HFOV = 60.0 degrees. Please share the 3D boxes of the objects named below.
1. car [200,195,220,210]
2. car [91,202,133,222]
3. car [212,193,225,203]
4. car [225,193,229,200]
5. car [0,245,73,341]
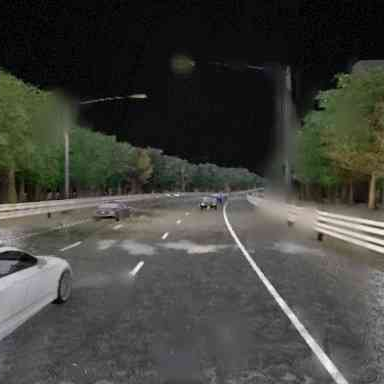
[{"bbox_3d":[2.015,1.337,38.713,1.895,1.301,4.718,0,1,5],"label":"car"},{"bbox_3d":[-6.014,1.450,25.578,2.033,1.411,5.357,0,1,4],"label":"car"},{"bbox_3d":[4.043,1.015,54.857,1.882,1.535,5.008,0,1,8],"label":"car"},{"bbox_3d":[6.913,0.983,73.178,1.994,1.385,4.181,0,0,11],"label":"car"},{"bbox_3d":[-3.460,1.524,5.183,1.812,1.442,4.674,0,0,1],"label":"car"}]
